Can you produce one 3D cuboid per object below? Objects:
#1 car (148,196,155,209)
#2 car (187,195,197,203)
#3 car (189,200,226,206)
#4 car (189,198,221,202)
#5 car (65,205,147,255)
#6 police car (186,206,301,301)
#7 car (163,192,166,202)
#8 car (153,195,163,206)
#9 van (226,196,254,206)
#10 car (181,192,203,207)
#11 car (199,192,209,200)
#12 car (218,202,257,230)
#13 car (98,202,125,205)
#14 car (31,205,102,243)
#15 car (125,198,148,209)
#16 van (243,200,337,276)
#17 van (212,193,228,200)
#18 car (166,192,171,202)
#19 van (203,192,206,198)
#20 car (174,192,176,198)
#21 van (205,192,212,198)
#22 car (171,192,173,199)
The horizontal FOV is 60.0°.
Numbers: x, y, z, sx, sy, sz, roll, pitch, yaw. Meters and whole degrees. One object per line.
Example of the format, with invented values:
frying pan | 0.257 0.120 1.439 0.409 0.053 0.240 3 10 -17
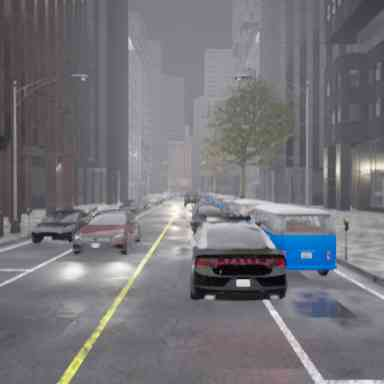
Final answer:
car | -5.773 1.359 37.954 1.947 1.339 4.313 0 0 0
car | -0.015 1.277 60.928 1.895 1.301 4.718 0 0 0
car | 0.896 1.403 18.307 1.837 1.490 4.892 0 0 0
car | 0.894 1.391 24.307 1.812 1.442 4.674 0 0 0
car | -3.103 1.452 13.025 1.812 1.442 4.674 0 0 0
police car | 0.898 1.377 8.417 1.930 1.638 5.238 0 0 0
car | -5.777 1.147 54.810 1.967 1.590 4.097 0 0 0
car | -5.776 1.261 49.021 1.752 1.417 4.829 0 0 0
van | 2.758 1.254 15.489 1.690 1.788 3.998 0 0 0
car | 0.012 0.971 46.247 2.150 2.045 5.566 0 0 0
car | 2.741 0.912 77.290 2.192 1.841 5.009 0 0 0
car | 2.757 1.427 21.109 1.887 1.381 4.507 0 0 0
car | -5.768 1.409 20.928 1.752 1.417 4.829 0 0 0
car | -5.767 1.479 15.479 1.947 1.339 4.313 0 0 0
car | -5.771 1.388 32.336 1.947 1.339 4.313 0 0 0
van | 2.759 1.285 9.870 1.690 1.788 3.998 0 0 0
van | 2.755 1.193 26.726 1.690 1.788 3.998 0 0 0
car | -5.780 1.202 66.048 2.008 1.369 4.403 0 0 0
van | 2.750 1.105 43.581 1.690 1.788 3.998 0 0 0
car | -5.785 1.115 82.903 1.887 1.381 4.507 0 0 0
van | 2.752 1.134 37.962 1.690 1.788 3.998 0 0 0
car | -5.782 1.175 71.666 2.008 1.369 4.403 0 0 0
